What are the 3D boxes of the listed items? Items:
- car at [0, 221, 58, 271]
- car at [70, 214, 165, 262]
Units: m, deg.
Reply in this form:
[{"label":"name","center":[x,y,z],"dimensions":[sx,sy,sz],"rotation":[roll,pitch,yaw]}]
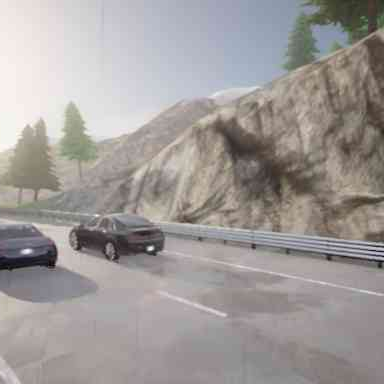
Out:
[{"label":"car","center":[-5.969,1.636,10.766],"dimensions":[1.994,1.385,4.181],"rotation":[0,0,-43]},{"label":"car","center":[-3.001,1.591,12.715],"dimensions":[1.837,1.490,4.892],"rotation":[0,0,-43]}]
